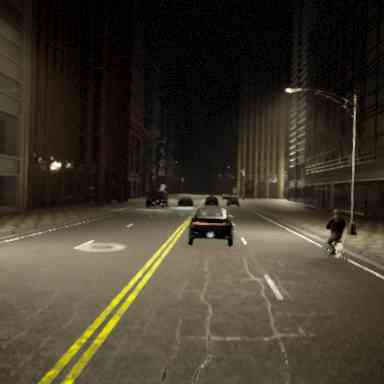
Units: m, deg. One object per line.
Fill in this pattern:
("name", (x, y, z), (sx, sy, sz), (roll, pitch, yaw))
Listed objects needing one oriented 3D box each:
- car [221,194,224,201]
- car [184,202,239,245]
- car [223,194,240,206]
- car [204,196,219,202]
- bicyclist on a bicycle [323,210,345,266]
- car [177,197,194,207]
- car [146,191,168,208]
("car", (7.597, 1.247, 74.678), (2.128, 1.511, 4.902), (2, 1, 3))
("car", (0.874, 1.452, 15.319), (2.128, 1.511, 4.902), (2, 0, 3))
("car", (6.216, 1.447, 50.667), (2.033, 1.411, 5.357), (2, 0, 4))
("car", (2.751, 1.313, 46.516), (1.882, 1.535, 5.008), (2, 0, 3))
("bicyclist on a bicycle", (4.671, 1.456, 10.995), (0.659, 1.776, 1.843), (2, 0, 3))
("car", (-0.790, 1.316, 44.690), (1.994, 1.385, 4.181), (2, 0, 4))
("car", (-4.252, 0.900, 41.347), (2.150, 2.045, 5.566), (2, 0, 4))
